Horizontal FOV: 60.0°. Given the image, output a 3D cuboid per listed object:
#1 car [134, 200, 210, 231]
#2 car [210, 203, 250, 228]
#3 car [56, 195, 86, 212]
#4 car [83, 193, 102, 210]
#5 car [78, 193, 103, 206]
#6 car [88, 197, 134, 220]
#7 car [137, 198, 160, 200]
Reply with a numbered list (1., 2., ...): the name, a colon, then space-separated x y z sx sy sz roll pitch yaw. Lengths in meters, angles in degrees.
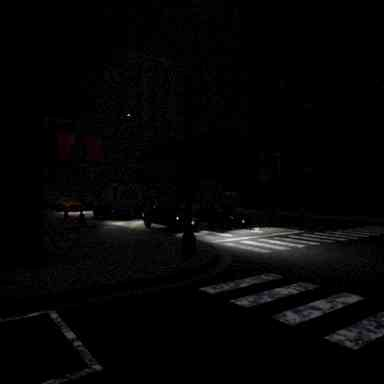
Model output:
1. car: -1.401 1.469 20.723 2.128 1.511 4.902 0 0 -36
2. car: 1.696 1.500 22.013 1.812 1.442 4.674 0 0 -37
3. car: -14.316 1.421 38.688 1.882 1.535 5.008 0 0 -36
4. car: -11.201 1.296 39.936 2.097 1.767 4.553 0 0 -34
5. car: -16.168 1.138 52.701 2.150 2.045 5.566 0 0 -36
6. car: -6.816 1.441 28.248 1.882 1.535 5.008 0 0 -36
7. car: -3.543 1.313 29.262 2.097 1.767 4.553 0 0 -36
